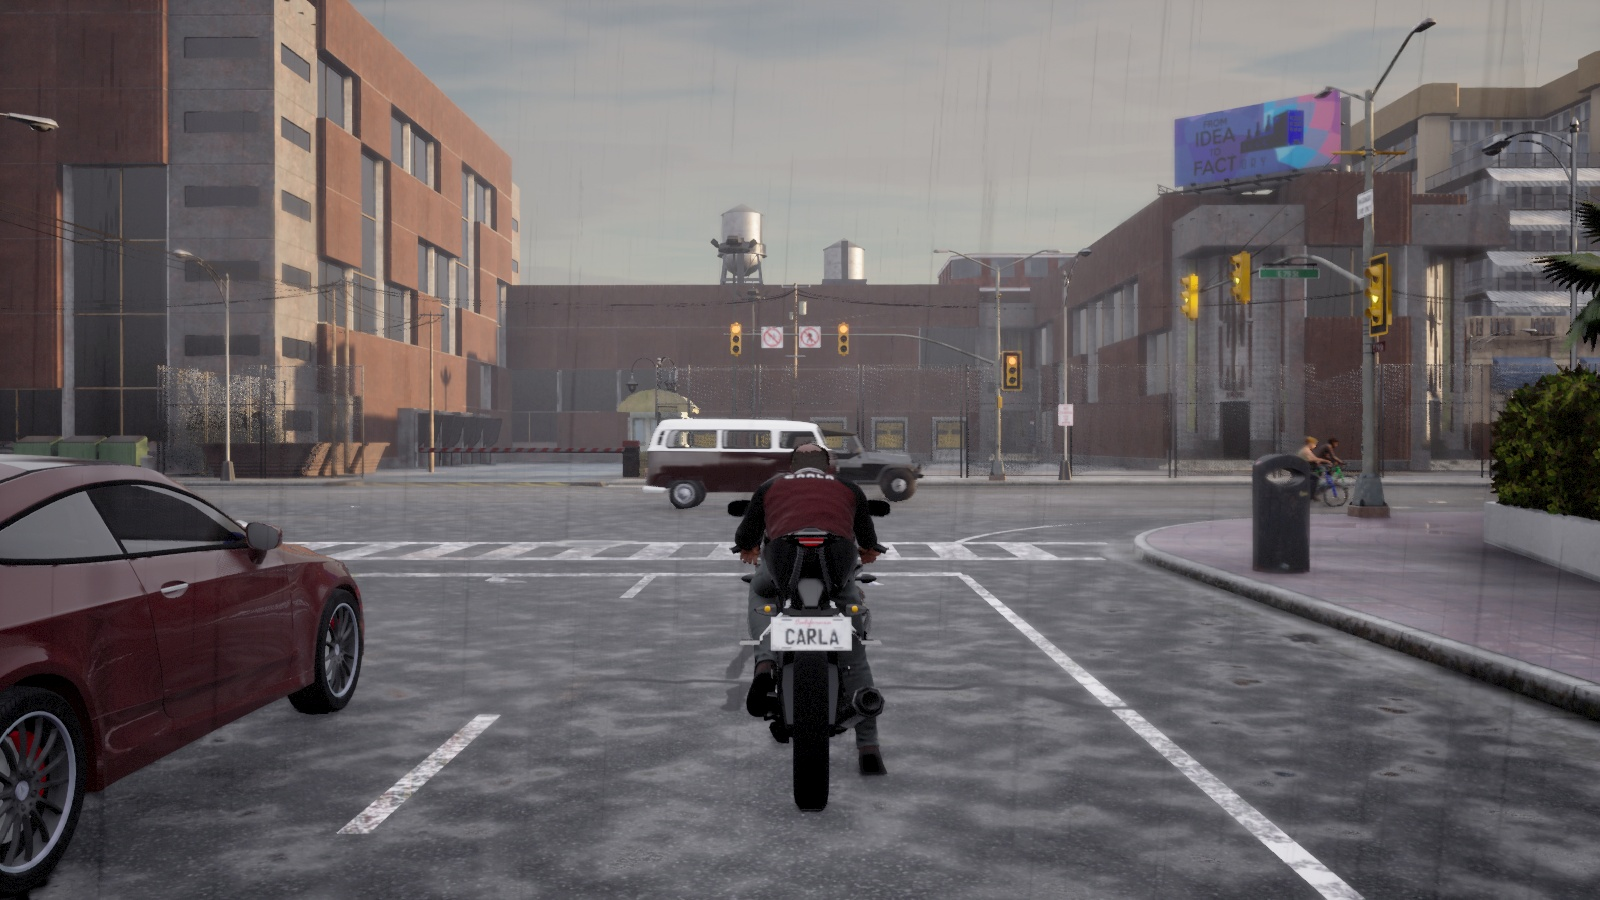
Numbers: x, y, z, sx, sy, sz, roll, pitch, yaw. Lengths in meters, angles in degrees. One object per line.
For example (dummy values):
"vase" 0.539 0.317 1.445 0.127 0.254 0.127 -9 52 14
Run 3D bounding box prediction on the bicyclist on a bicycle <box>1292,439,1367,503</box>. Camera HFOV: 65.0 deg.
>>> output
"bicyclist on a bicycle" 13.498 0.529 32.022 1.656 1.620 0.582 0 1 5

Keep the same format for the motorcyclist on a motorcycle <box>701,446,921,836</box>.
"motorcyclist on a motorcycle" 0.045 0.747 6.037 0.866 1.530 2.191 0 0 0

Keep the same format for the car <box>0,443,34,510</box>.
"car" -19.662 0.584 28.497 3.633 1.501 1.845 0 0 13

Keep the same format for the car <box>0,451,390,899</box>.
"car" -3.445 0.739 5.441 1.812 1.442 4.674 0 0 0

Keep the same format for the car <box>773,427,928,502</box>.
"car" 1.268 0.361 32.359 3.866 1.878 1.905 0 0 1

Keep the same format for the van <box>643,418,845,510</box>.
"van" -1.233 0.306 28.891 4.480 2.038 2.069 0 0 1

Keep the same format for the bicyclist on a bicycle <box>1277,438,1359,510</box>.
"bicyclist on a bicycle" 11.806 0.531 28.641 1.509 1.612 0.866 0 1 3
